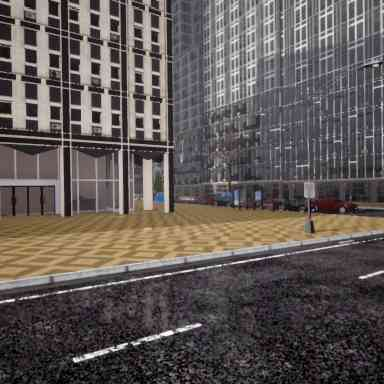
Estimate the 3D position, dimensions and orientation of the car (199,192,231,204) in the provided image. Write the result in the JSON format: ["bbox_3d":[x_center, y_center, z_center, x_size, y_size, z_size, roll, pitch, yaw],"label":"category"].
[{"bbox_3d":[3.600,1.011,50.879,2.097,1.767,4.553,-1,1,-35],"label":"car"}]

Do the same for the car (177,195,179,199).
[{"bbox_3d":[-4.342,0.935,72.907,1.802,1.307,4.206,0,1,-34],"label":"car"}]

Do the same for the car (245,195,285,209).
[{"bbox_3d":[9.252,1.228,42.573,1.882,1.535,5.008,-1,1,-34],"label":"car"}]

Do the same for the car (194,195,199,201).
[{"bbox_3d":[2.045,1.043,63.503,1.802,1.307,4.206,0,1,-34],"label":"car"}]

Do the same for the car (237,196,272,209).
[{"bbox_3d":[7.792,1.388,39.929,1.802,1.307,4.206,0,1,-34],"label":"car"}]

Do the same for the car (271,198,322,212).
[{"bbox_3d":[10.972,1.424,35.215,1.947,1.339,4.313,0,1,-34],"label":"car"}]

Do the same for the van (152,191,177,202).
[{"bbox_3d":[-4.887,0.937,58.793,1.690,1.788,3.998,0,1,-34],"label":"van"}]

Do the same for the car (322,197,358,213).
[{"bbox_3d":[14.652,1.315,34.622,1.882,1.535,5.008,-1,1,-34],"label":"car"}]

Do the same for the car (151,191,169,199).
[{"bbox_3d":[-7.535,0.614,77.605,2.192,1.841,5.009,0,1,-34],"label":"car"}]

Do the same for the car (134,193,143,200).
[{"bbox_3d":[-11.275,1.039,68.199,2.008,1.369,4.403,0,1,-34],"label":"car"}]

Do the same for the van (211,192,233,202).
[{"bbox_3d":[5.238,0.855,58.798,1.690,1.788,3.998,0,1,-34],"label":"van"}]

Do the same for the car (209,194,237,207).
[{"bbox_3d":[4.648,1.319,44.662,1.947,1.339,4.313,0,1,-34],"label":"car"}]

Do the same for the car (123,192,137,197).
[{"bbox_3d":[-17.115,0.688,91.712,2.008,1.369,4.403,0,1,-34],"label":"car"}]

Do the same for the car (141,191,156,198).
[{"bbox_3d":[-10.729,0.685,82.307,1.967,1.590,4.097,0,1,-34],"label":"car"}]
